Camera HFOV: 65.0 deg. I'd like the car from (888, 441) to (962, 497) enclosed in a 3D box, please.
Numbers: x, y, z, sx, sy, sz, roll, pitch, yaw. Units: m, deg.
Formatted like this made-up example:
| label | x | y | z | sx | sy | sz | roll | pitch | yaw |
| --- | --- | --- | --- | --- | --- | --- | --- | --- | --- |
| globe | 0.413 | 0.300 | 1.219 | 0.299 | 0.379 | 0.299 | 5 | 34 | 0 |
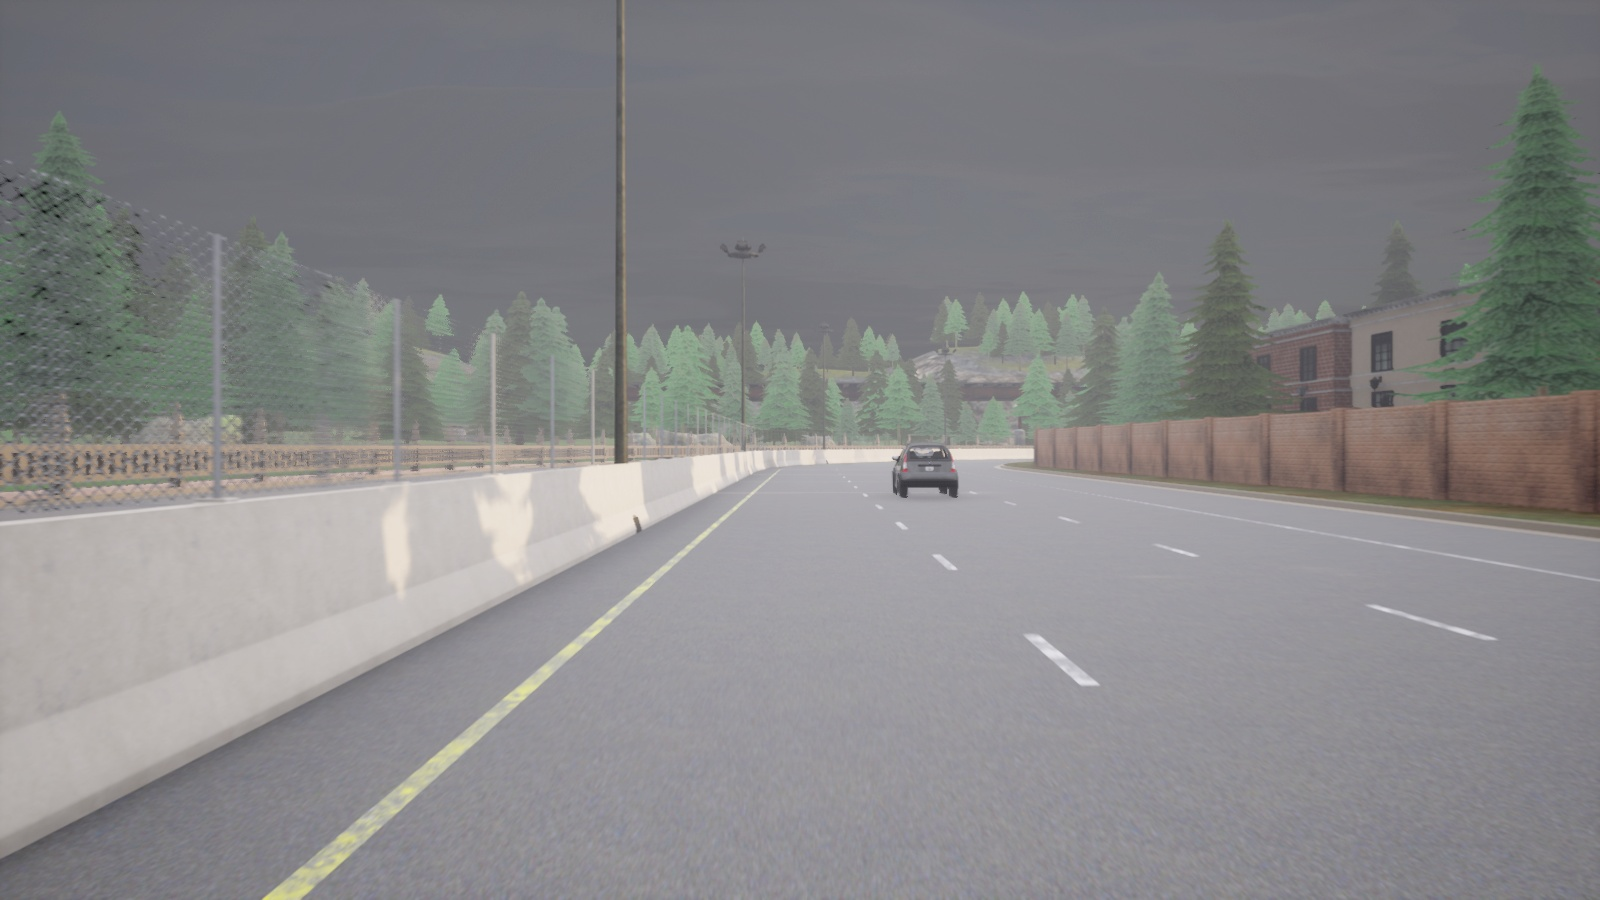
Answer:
| label | x | y | z | sx | sy | sz | roll | pitch | yaw |
| --- | --- | --- | --- | --- | --- | --- | --- | --- | --- |
| car | 3.731 | 0.530 | 38.060 | 1.851 | 1.617 | 3.988 | 0 | 0 | 0 |
